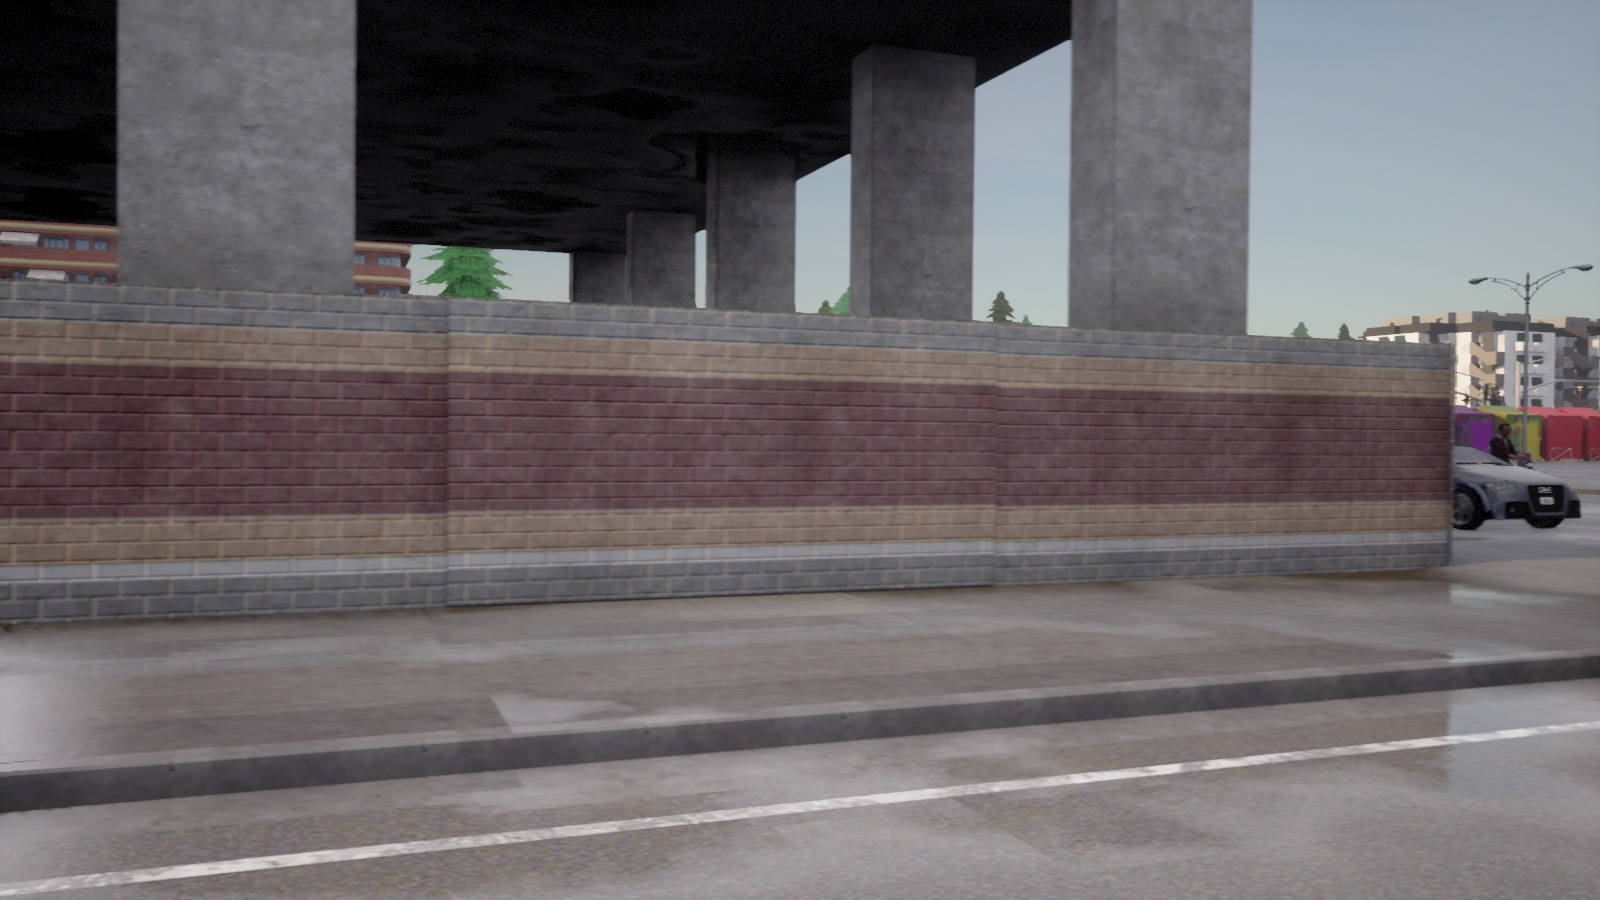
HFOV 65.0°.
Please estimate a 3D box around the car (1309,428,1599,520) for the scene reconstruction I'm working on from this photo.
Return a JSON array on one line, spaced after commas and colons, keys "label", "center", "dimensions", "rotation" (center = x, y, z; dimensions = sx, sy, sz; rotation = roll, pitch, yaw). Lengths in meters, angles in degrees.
[{"label": "car", "center": [11.081, 0.336, 21.571], "dimensions": [1.994, 1.385, 4.181], "rotation": [-1, 1, -21]}]
